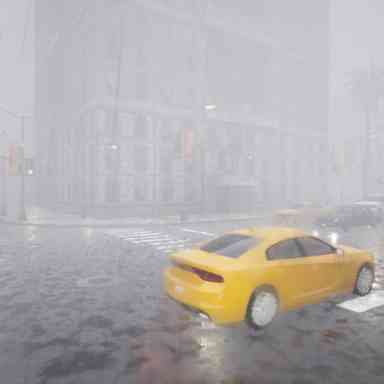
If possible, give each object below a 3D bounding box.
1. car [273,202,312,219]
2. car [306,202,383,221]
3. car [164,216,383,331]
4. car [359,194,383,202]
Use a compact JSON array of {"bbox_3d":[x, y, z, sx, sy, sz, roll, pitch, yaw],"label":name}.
[{"bbox_3d":[7.973,1.475,23.839,5.008,1.535,1.882,0,0,-34],"label":"car"},{"bbox_3d":[9.905,1.545,20.924,5.357,1.411,2.033,0,0,-34],"label":"car"},{"bbox_3d":[1.837,1.494,6.955,5.008,1.535,1.882,0,0,-34],"label":"car"},{"bbox_3d":[16.446,1.218,29.478,5.566,2.045,2.150,0,0,-33],"label":"car"}]
